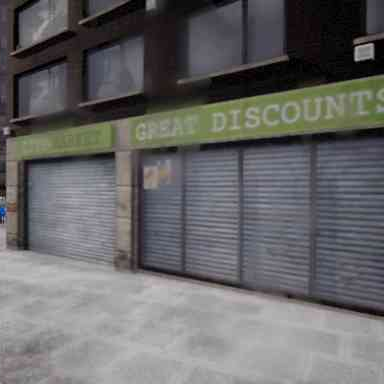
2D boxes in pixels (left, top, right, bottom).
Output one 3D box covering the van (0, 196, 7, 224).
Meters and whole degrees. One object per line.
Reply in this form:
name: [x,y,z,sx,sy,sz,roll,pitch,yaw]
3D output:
van: [-12.084,1.174,23.055,1.690,1.788,3.998,1,2,35]
